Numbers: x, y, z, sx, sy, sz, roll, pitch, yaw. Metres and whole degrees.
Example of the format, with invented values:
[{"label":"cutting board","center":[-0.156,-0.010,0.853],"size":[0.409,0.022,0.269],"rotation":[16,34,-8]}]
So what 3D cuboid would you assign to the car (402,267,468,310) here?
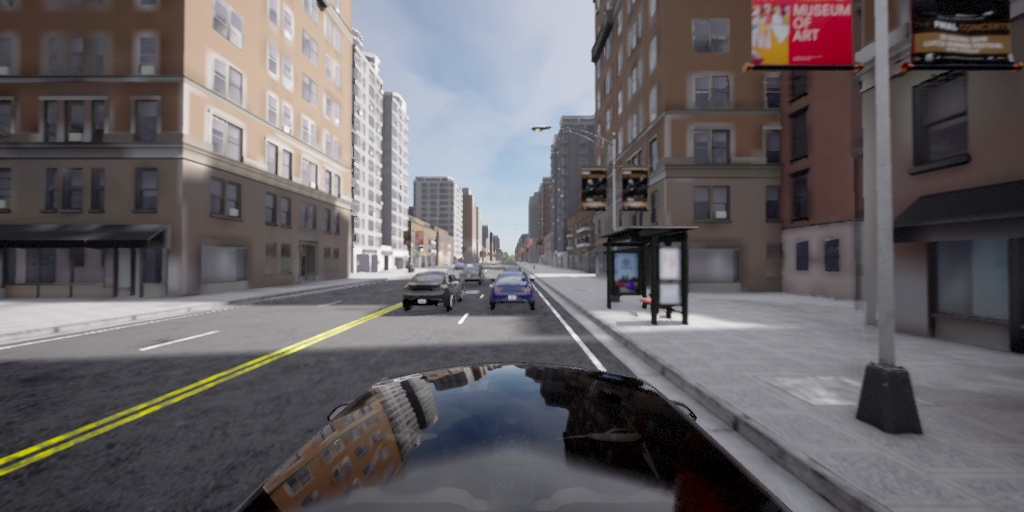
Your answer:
[{"label":"car","center":[-3.228,1.392,15.367],"size":[1.837,1.490,4.892],"rotation":[0,0,0]}]

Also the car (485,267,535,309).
[{"label":"car","center":[0.026,1.414,15.760],"size":[1.812,1.442,4.674],"rotation":[0,0,0]}]

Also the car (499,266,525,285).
[{"label":"car","center":[0.023,1.598,30.305],"size":[1.994,1.385,4.181],"rotation":[0,0,0]}]

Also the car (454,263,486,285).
[{"label":"car","center":[-3.240,1.572,29.390],"size":[2.033,1.411,5.357],"rotation":[0,-1,0]}]
